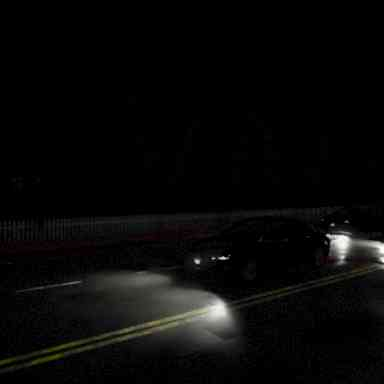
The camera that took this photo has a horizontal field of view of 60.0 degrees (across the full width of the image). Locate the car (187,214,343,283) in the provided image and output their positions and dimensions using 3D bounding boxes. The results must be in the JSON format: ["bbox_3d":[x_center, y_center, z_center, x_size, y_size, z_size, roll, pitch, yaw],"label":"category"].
[{"bbox_3d":[2.118,1.514,9.775,4.892,1.490,1.837,0,0,-35],"label":"car"}]

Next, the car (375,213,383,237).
[{"bbox_3d":[11.051,1.546,16.064,4.674,1.442,1.812,0,0,-35],"label":"car"}]

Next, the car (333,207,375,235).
[{"bbox_3d":[9.185,1.586,19.032,4.181,1.385,1.994,0,0,-35],"label":"car"}]
